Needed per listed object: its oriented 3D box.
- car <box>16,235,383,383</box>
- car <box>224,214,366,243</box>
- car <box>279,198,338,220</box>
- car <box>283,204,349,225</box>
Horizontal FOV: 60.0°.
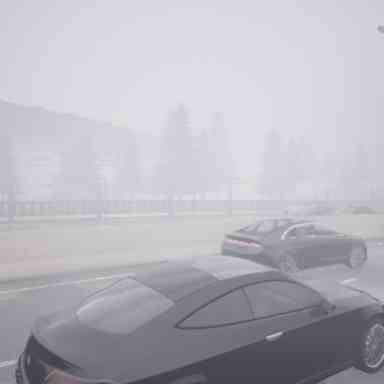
[{"bbox_3d":[0.523,1.534,4.025,4.674,1.442,1.812,0,0,-34],"label":"car"},{"bbox_3d":[3.139,1.528,9.790,4.902,1.511,2.128,0,0,-31],"label":"car"},{"bbox_3d":[10.218,1.471,29.195,4.553,1.767,2.097,0,0,-22],"label":"car"},{"bbox_3d":[9.372,1.632,25.054,4.674,1.442,1.812,1,0,-23],"label":"car"}]
